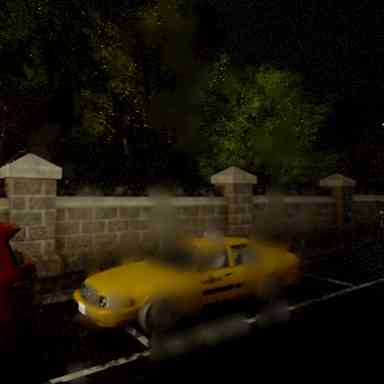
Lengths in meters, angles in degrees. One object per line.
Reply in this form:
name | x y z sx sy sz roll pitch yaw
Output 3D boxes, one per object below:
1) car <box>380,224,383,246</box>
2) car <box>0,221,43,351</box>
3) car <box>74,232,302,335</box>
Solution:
car | 9.609 1.350 13.397 5.009 1.841 2.192 0 0 -35
car | -4.273 1.311 3.502 5.009 1.841 2.192 0 0 -35
car | 0.213 1.535 6.702 4.829 1.417 1.752 0 0 -35
